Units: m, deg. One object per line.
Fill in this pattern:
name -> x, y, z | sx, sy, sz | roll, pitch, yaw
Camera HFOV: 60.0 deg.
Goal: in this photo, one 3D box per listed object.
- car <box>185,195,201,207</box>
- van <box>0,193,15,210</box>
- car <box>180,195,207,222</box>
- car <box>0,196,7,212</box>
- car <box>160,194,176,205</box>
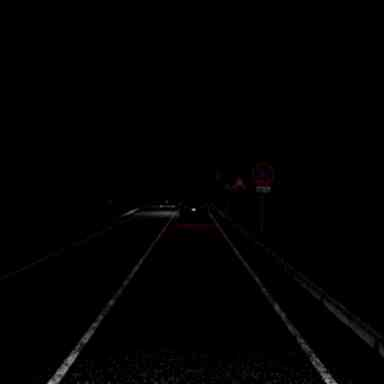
car -> 0.143, 1.117, 42.218 | 1.994, 1.385, 4.181 | 0, 1, 0
van -> -21.970, 1.146, 36.752 | 4.442, 1.987, 1.878 | 0, 0, 0
car -> 0.124, 1.260, 24.933 | 2.033, 1.649, 4.856 | 0, 1, 0
car -> -22.116, 1.409, 33.979 | 4.792, 1.488, 2.163 | 0, 0, 0
car -> -3.206, 0.982, 44.988 | 2.128, 1.511, 4.902 | 0, 1, 0
